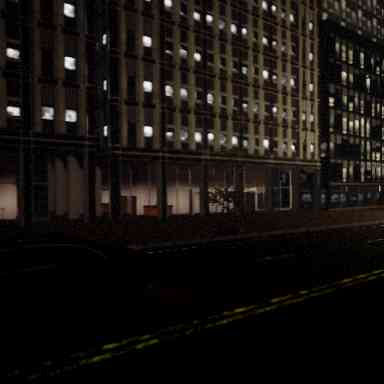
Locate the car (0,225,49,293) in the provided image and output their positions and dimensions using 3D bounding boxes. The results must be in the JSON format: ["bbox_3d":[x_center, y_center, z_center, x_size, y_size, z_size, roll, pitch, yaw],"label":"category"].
[{"bbox_3d":[-5.934,1.601,7.438,4.718,1.301,1.895,0,0,-35],"label":"car"}]

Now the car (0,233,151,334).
[{"bbox_3d":[-3.064,1.494,5.492,4.902,1.511,2.128,0,0,-35],"label":"car"}]
